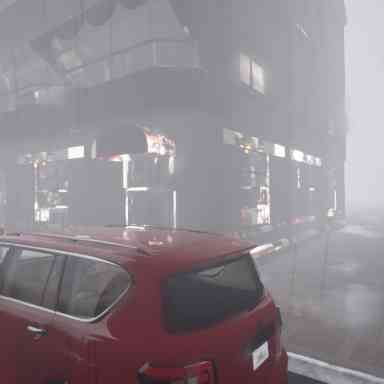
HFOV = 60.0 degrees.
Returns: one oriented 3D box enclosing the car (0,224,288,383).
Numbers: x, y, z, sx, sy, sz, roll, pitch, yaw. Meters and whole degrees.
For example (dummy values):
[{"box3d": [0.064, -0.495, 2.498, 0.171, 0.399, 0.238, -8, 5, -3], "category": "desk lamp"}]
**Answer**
[{"box3d": [-1.426, 1.316, 3.899, 5.009, 1.841, 2.192, 0, -1, 35], "category": "car"}]
